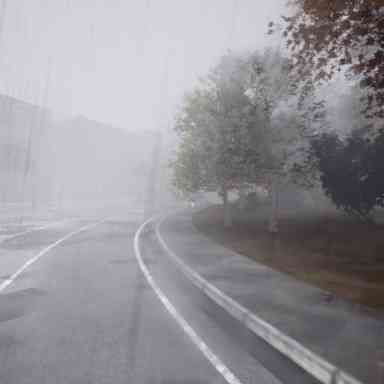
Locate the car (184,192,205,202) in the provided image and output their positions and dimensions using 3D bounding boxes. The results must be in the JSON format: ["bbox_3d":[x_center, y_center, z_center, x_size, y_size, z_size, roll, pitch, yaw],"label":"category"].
[{"bbox_3d":[0.461,0.757,54.754,1.837,1.490,4.892,-2,1,30],"label":"car"}]
